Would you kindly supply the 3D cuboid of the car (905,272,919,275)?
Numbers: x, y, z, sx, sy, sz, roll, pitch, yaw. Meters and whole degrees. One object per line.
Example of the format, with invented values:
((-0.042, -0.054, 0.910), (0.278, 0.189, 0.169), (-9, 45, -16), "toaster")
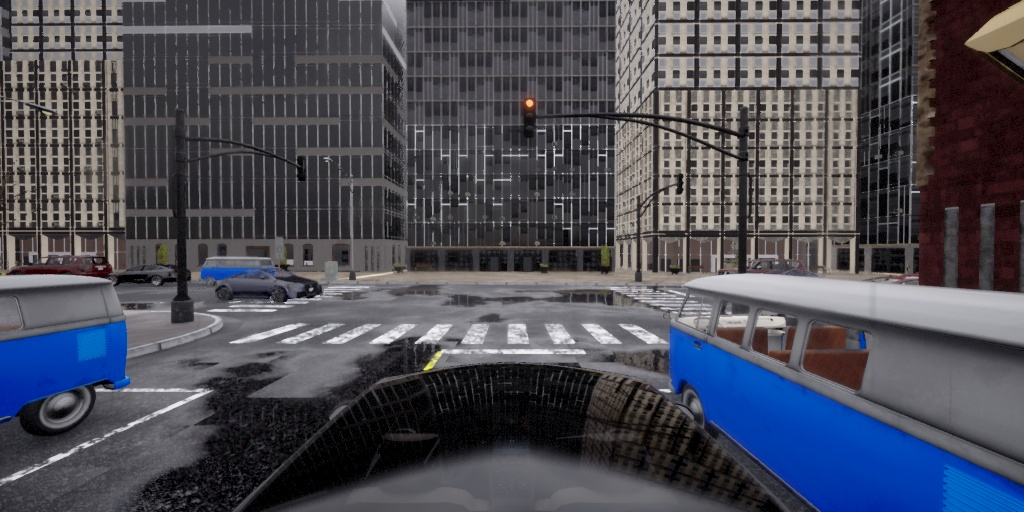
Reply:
((15.216, 1.437, 13.703), (4.507, 1.381, 1.888), (0, 0, 1), "car")

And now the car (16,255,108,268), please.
((-28.141, 0.874, 22.473), (5.009, 1.841, 2.192), (0, 0, 1), "car")

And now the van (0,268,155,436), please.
((-5.690, 1.090, 2.836), (1.690, 1.789, 3.998), (0, 0, 0), "van")

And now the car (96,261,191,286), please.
((-22.618, 1.150, 22.423), (4.313, 1.339, 1.948), (0, 0, 1), "car")

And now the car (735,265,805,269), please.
((14.801, 1.372, 19.486), (4.181, 1.385, 1.994), (0, 1, 1), "car")

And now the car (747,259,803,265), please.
((15.292, 1.089, 22.082), (5.009, 1.841, 2.192), (0, 0, 1), "car")

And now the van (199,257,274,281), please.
((-17.096, 0.951, 22.373), (3.998, 1.789, 1.690), (0, 0, 1), "van")

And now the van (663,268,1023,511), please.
((2.691, 1.090, 2.782), (1.690, 1.789, 3.998), (0, 0, 0), "van")

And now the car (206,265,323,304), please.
((-10.844, 1.291, 16.112), (4.181, 1.385, 1.994), (0, 1, 8), "car")
